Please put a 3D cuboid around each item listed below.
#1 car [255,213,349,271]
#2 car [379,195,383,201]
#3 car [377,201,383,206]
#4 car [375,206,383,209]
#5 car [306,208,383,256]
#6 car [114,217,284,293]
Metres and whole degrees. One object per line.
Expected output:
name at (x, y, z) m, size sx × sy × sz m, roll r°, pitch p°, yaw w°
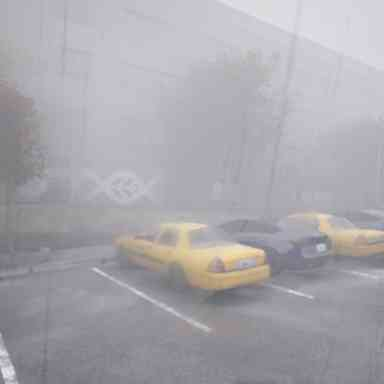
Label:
car at (1.963, 1.481, 10.464) m, size 2.163 × 1.488 × 4.792 m, roll 0°, pitch 0°, yaw -36°
car at (13.309, 1.148, 18.611) m, size 2.435 × 2.045 × 5.566 m, roll 0°, pitch 0°, yaw -36°
car at (11.048, 1.440, 16.972) m, size 2.163 × 1.488 × 4.792 m, roll 0°, pitch 0°, yaw -36°
car at (6.489, 1.460, 13.742) m, size 2.163 × 1.488 × 4.792 m, roll 0°, pitch 0°, yaw -36°
car at (4.134, 1.438, 12.230) m, size 1.946 × 1.575 × 5.366 m, roll 0°, pitch 0°, yaw -36°
car at (-0.391, 1.459, 8.952) m, size 1.946 × 1.575 × 5.366 m, roll 0°, pitch 0°, yaw -36°
